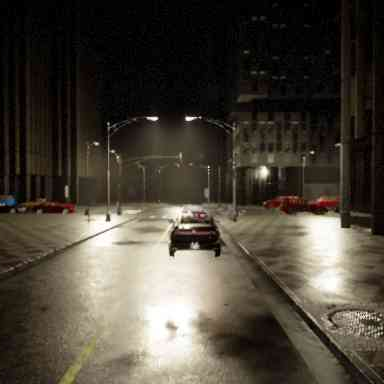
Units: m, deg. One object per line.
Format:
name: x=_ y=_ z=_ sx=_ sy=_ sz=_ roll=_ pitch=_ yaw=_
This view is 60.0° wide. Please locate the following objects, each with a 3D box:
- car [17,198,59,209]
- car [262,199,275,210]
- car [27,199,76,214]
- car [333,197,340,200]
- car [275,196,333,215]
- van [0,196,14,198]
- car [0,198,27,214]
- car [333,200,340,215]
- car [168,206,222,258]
car: x=-20.629 y=1.568 z=44.706 sx=4.829 sy=1.417 sz=1.752 roll=0 pitch=0 yaw=0
car: x=12.106 y=1.506 z=44.803 sx=5.009 sy=1.841 sz=2.192 roll=0 pitch=0 yaw=0
car: x=-14.920 y=1.714 z=36.198 sx=4.507 sy=1.381 sz=1.887 roll=0 pitch=0 yaw=0
car: x=17.749 y=1.534 z=44.820 sx=5.009 sy=1.841 sz=2.192 roll=0 pitch=0 yaw=0
car: x=12.122 y=1.608 z=36.279 sx=5.009 sy=1.841 sz=2.192 roll=0 pitch=0 yaw=0
van: x=-25.983 y=1.362 z=44.690 sx=3.998 sy=1.788 sz=1.690 roll=0 pitch=0 yaw=0
car: x=-20.445 y=1.697 z=36.180 sx=4.403 sy=1.369 sz=2.008 roll=0 pitch=0 yaw=0
car: x=17.764 y=1.887 z=36.298 sx=4.313 sy=1.339 sz=1.947 roll=0 pitch=0 yaw=0
car: x=0.099 y=1.540 z=13.041 sx=2.128 sy=1.511 sz=4.902 roll=0 pitch=0 yaw=0
